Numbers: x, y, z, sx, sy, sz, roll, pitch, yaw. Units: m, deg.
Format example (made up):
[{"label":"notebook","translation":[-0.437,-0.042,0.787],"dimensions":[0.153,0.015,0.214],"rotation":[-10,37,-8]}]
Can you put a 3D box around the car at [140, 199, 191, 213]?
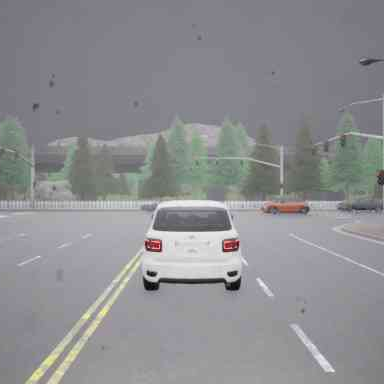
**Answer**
[{"label":"car","translation":[-2.842,1.497,36.095],"dimensions":[5.357,1.411,2.033],"rotation":[0,0,0]}]

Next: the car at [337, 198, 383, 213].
[{"label":"car","translation":[18.369,1.436,36.204],"dimensions":[4.902,1.511,2.128],"rotation":[0,0,0]}]

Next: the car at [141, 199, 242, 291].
[{"label":"car","translation":[0.006,1.221,9.168],"dimensions":[2.150,2.045,5.566],"rotation":[0,0,0]}]

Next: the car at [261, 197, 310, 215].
[{"label":"car","translation":[9.088,1.302,32.663],"dimensions":[4.553,1.767,2.097],"rotation":[0,0,0]}]
